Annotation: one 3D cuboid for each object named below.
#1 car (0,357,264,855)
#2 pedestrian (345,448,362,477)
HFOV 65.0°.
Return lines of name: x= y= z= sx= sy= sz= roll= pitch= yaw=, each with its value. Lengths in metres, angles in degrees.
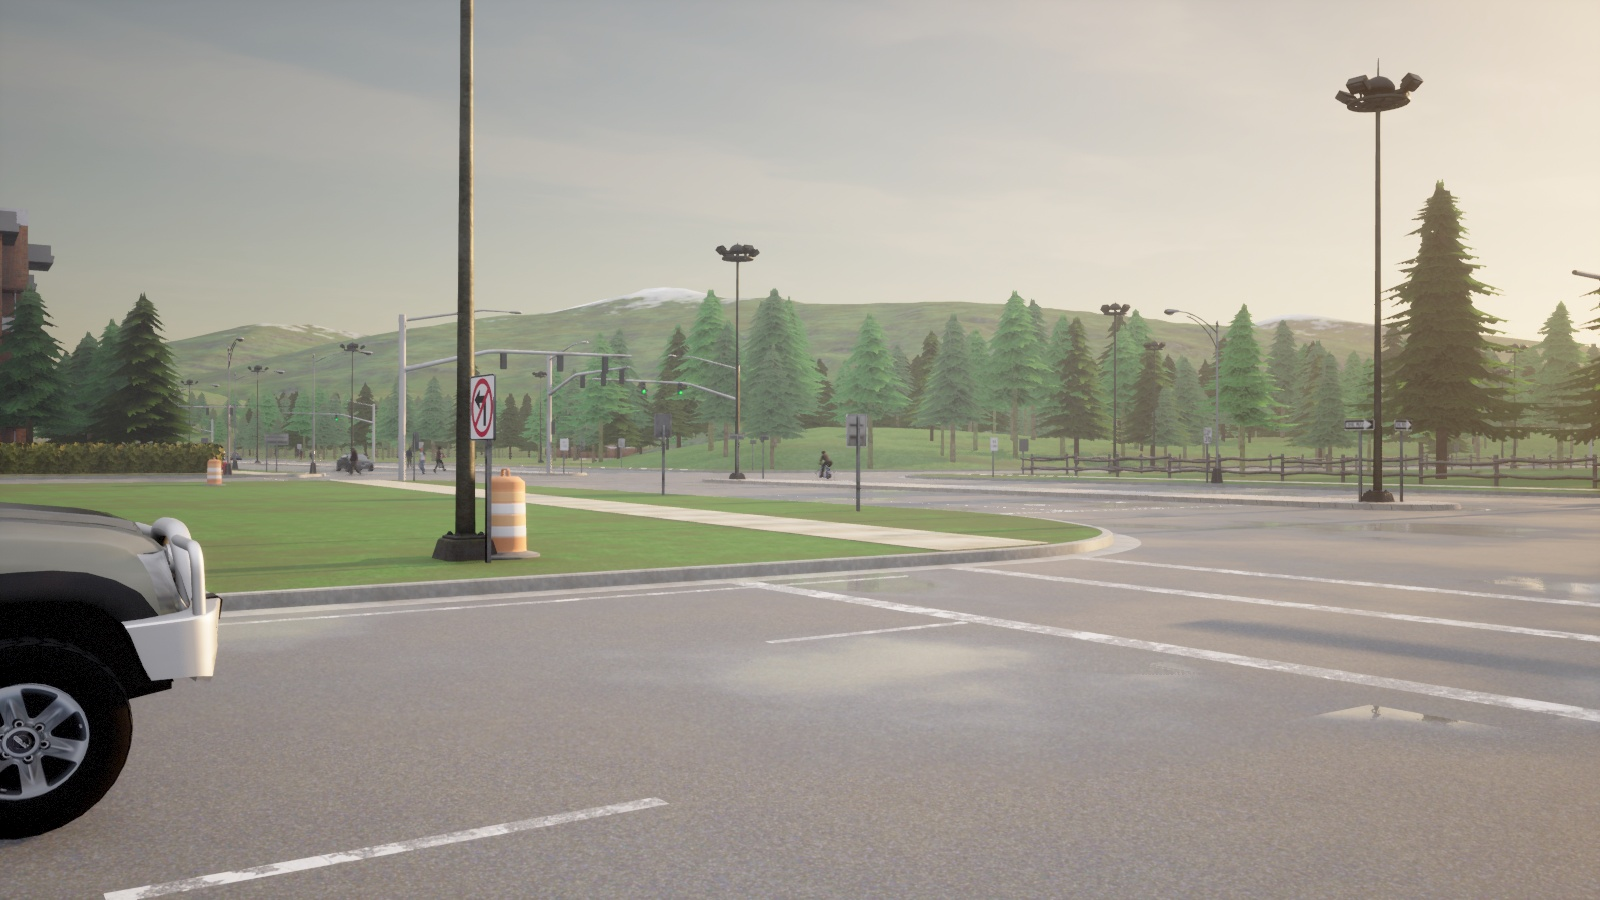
car: x=-4.662 y=0.583 z=4.678 sx=4.605 sy=1.855 sz=1.932 roll=0 pitch=0 yaw=-35
pedestrian: x=-28.499 y=0.790 z=80.092 sx=0.899 sy=1.844 sz=0.634 roll=0 pitch=0 yaw=-34
